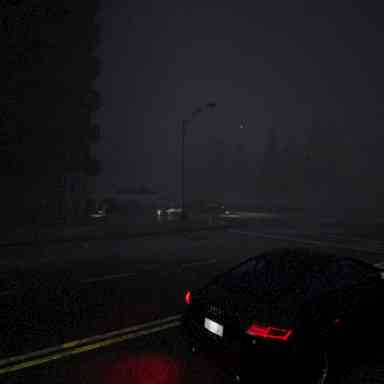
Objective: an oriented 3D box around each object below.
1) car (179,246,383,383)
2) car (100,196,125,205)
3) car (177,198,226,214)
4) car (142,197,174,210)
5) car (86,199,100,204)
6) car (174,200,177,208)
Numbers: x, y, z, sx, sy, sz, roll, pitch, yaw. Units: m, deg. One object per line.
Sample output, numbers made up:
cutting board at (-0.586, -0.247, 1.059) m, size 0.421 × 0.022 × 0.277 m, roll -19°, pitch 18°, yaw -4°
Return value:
car at (1.890, 1.564, 5.098) m, size 4.181 × 1.385 × 1.994 m, roll 0°, pitch 0°, yaw -35°
car at (-12.835, 1.422, 54.142) m, size 5.008 × 1.535 × 1.882 m, roll 0°, pitch 0°, yaw 27°
car at (0.902, 1.422, 34.536) m, size 1.882 × 1.535 × 5.008 m, roll 0°, pitch 0°, yaw -36°
car at (-4.630, 1.470, 42.062) m, size 1.812 × 1.442 × 4.674 m, roll 0°, pitch 0°, yaw -38°
car at (-17.865, 1.492, 52.635) m, size 5.357 × 1.411 × 2.033 m, roll 0°, pitch 0°, yaw 19°
car at (-3.572, 1.449, 46.281) m, size 1.837 × 1.490 × 4.892 m, roll 0°, pitch 0°, yaw -40°
